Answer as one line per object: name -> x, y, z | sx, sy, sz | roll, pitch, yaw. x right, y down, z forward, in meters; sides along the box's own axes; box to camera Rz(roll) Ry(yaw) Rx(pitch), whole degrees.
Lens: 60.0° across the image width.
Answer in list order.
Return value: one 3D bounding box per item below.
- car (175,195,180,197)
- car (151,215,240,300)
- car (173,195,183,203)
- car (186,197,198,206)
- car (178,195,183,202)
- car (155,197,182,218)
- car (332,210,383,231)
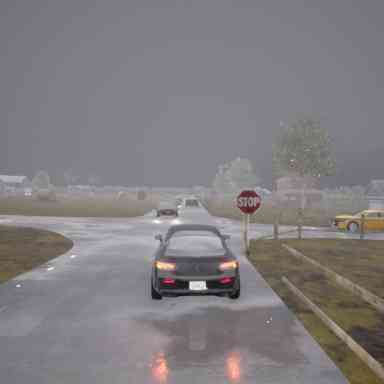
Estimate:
car -> -2.931, 1.534, 43.497 | 1.837, 1.490, 4.892 | 0, 0, 0
car -> 0.030, 1.528, 8.309 | 1.812, 1.442, 4.674 | 0, 0, -2
car -> -2.897, 1.435, 70.701 | 1.882, 1.535, 5.008 | 0, 0, 0
car -> -0.025, 1.521, 54.880 | 1.882, 1.535, 5.008 | 0, 0, 0
car -> -2.918, 1.611, 56.661 | 1.994, 1.385, 4.181 | 0, 0, 1
car -> -2.384, 1.497, 30.395 | 1.882, 1.535, 5.008 | 0, 0, -8
car -> 12.566, 2.030, 23.627 | 5.008, 1.535, 1.882 | 2, 0, -2
